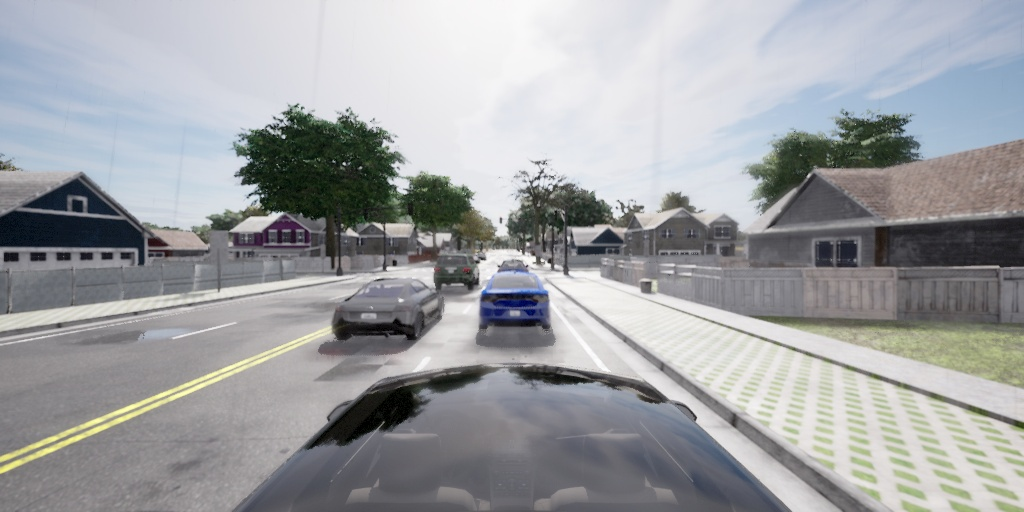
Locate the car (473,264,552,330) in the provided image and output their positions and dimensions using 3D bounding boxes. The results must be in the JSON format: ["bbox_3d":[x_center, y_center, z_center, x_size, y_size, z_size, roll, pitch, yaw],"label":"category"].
[{"bbox_3d":[0.081,1.198,11.016,1.882,1.535,5.008,0,0,0],"label":"car"}]

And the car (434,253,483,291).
[{"bbox_3d":[-3.184,0.871,21.376,2.150,2.045,5.566,0,1,0],"label":"car"}]

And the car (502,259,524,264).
[{"bbox_3d":[0.063,0.978,23.868,2.097,1.767,4.553,0,1,0],"label":"car"}]

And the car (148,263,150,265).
[{"bbox_3d":[-35.562,1.378,34.925,4.718,1.301,1.895,0,1,5],"label":"car"}]

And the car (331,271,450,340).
[{"bbox_3d":[-3.165,1.290,9.931,1.994,1.385,4.181,0,0,0],"label":"car"}]
